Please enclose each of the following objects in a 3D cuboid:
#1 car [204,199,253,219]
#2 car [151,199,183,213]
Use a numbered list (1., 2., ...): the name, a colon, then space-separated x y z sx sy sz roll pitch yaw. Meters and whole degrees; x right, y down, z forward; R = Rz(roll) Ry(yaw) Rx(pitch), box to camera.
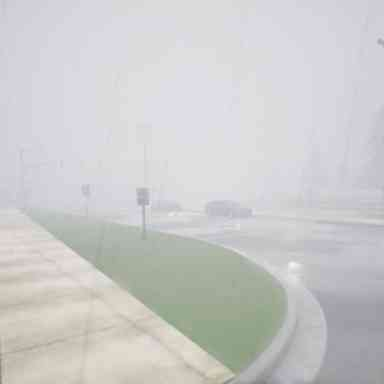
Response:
1. car: 2.972 1.401 27.781 1.837 1.490 4.892 0 0 -35
2. car: -2.745 1.460 36.036 1.994 1.385 4.181 0 0 -34
